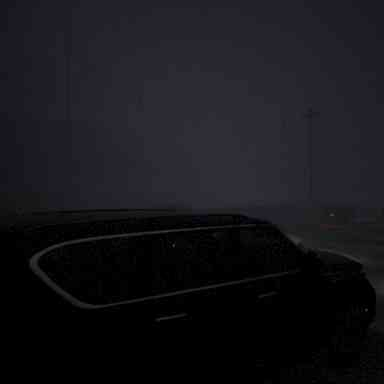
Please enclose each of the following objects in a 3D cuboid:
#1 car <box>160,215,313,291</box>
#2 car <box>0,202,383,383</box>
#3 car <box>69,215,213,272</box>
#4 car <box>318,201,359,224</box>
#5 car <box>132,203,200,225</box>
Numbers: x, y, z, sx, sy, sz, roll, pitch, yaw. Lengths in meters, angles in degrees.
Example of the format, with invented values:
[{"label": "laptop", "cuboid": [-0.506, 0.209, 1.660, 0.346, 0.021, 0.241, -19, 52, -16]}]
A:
[{"label": "car", "cuboid": [1.494, 1.544, 9.831, 4.674, 1.442, 1.812, 0, 0, -40]}, {"label": "car", "cuboid": [0.031, 1.231, 4.063, 5.566, 2.045, 2.150, 0, 0, -37]}, {"label": "car", "cuboid": [-1.611, 1.631, 11.711, 4.718, 1.301, 1.895, 0, 0, -40]}, {"label": "car", "cuboid": [11.528, 1.507, 25.990, 1.882, 1.535, 5.008, 0, 0, 36]}, {"label": "car", "cuboid": [-1.910, 1.609, 25.926, 2.033, 1.411, 5.357, 0, 0, 43]}]
